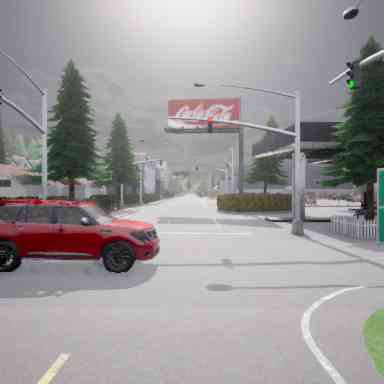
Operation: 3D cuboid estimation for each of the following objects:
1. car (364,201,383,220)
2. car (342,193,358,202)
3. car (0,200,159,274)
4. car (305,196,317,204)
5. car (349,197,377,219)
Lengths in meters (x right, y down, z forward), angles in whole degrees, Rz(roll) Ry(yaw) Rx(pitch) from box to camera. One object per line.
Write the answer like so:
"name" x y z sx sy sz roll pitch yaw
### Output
"car" 18.705 1.672 30.609 4.611 1.667 2.242 0 0 0
"car" 34.931 1.489 71.791 2.007 1.523 4.514 0 0 0
"car" -3.828 1.283 10.476 5.566 2.045 2.150 0 0 1
"car" 22.524 1.552 64.004 1.970 1.475 3.806 0 0 0
"car" 14.376 1.505 24.940 3.866 1.878 1.905 0 0 0
